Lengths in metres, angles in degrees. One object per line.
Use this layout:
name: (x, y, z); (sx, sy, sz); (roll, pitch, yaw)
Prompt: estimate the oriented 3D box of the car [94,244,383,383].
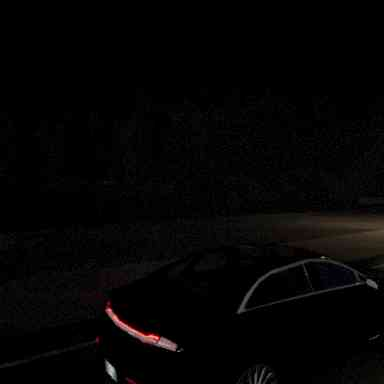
car: (1.191, 1.490, 4.596); (4.902, 1.511, 2.128); (0, 0, -35)
